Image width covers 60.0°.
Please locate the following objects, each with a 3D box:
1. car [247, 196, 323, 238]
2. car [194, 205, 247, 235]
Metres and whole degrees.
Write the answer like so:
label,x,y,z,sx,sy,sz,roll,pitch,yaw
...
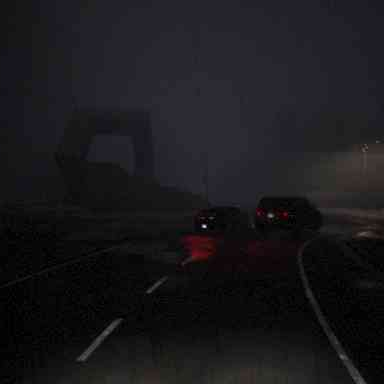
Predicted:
label,x,y,z,sx,sy,sz,roll,pitch,yaw
car,5.406,1.247,18.315,2.150,2.045,5.566,-1,-1,36
car,1.929,1.517,19.189,1.837,1.490,4.892,-1,-1,32
